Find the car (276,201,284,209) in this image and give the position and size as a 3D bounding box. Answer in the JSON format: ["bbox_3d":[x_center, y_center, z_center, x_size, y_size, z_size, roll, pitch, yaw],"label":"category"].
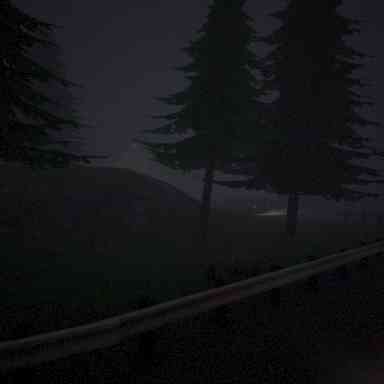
[{"bbox_3d":[10.022,1.519,44.838,4.674,1.442,1.812,0,0,36],"label":"car"}]

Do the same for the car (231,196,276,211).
[{"bbox_3d":[6.764,1.502,38.559,4.892,1.490,1.837,0,0,36],"label":"car"}]

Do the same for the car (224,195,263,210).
[{"bbox_3d":[6.584,1.339,42.999,4.553,1.767,2.097,0,0,36],"label":"car"}]

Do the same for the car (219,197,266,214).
[{"bbox_3d":[5.076,1.523,35.461,4.674,1.442,1.812,0,0,36],"label":"car"}]
